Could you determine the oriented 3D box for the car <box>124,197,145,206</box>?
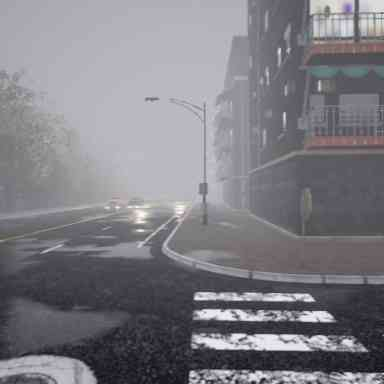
[{"bbox_3d":[-8.859,1.482,53.363,2.033,1.411,5.357,0,0,2],"label":"car"}]

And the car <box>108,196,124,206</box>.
[{"bbox_3d":[-12.108,1.438,53.472,1.882,1.535,5.008,0,0,2],"label":"car"}]
